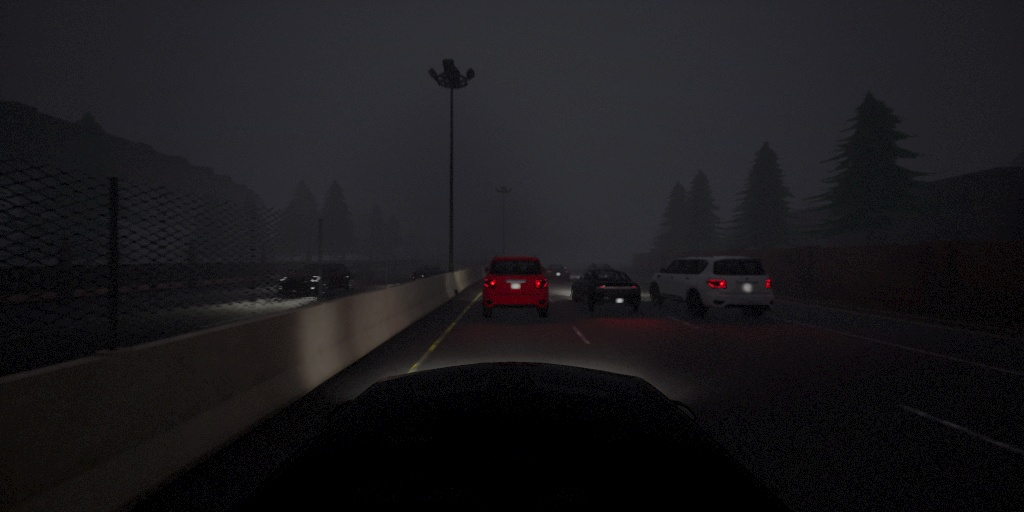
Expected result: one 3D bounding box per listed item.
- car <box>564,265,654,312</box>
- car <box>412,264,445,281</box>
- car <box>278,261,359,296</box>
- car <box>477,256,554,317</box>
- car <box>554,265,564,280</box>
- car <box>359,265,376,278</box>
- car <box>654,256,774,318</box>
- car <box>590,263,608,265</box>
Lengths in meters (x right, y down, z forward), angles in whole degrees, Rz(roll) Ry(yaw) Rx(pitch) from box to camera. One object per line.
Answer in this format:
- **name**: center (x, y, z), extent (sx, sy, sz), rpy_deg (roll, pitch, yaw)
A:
- **car**: center (3.621, 1.291, 14.444), extent (2.128, 1.511, 4.902), rpy_deg (0, 0, 0)
- **car**: center (-6.926, 1.388, 30.024), extent (1.994, 1.385, 4.181), rpy_deg (0, 0, 1)
- **car**: center (-10.551, 1.135, 19.658), extent (2.097, 1.767, 4.553), rpy_deg (0, 0, 0)
- **car**: center (0.120, 1.010, 13.502), extent (2.150, 2.045, 5.566), rpy_deg (0, 0, 0)
- **car**: center (3.714, 1.416, 30.541), extent (1.994, 1.385, 4.181), rpy_deg (0, 0, 1)
- **car**: center (-13.915, 1.414, 31.823), extent (1.895, 1.301, 4.718), rpy_deg (0, 0, 2)
- **car**: center (7.120, 1.027, 13.512), extent (2.150, 2.045, 5.566), rpy_deg (0, 0, 0)
- **car**: center (7.196, 1.350, 29.879), extent (2.128, 1.511, 4.902), rpy_deg (0, 0, 1)
